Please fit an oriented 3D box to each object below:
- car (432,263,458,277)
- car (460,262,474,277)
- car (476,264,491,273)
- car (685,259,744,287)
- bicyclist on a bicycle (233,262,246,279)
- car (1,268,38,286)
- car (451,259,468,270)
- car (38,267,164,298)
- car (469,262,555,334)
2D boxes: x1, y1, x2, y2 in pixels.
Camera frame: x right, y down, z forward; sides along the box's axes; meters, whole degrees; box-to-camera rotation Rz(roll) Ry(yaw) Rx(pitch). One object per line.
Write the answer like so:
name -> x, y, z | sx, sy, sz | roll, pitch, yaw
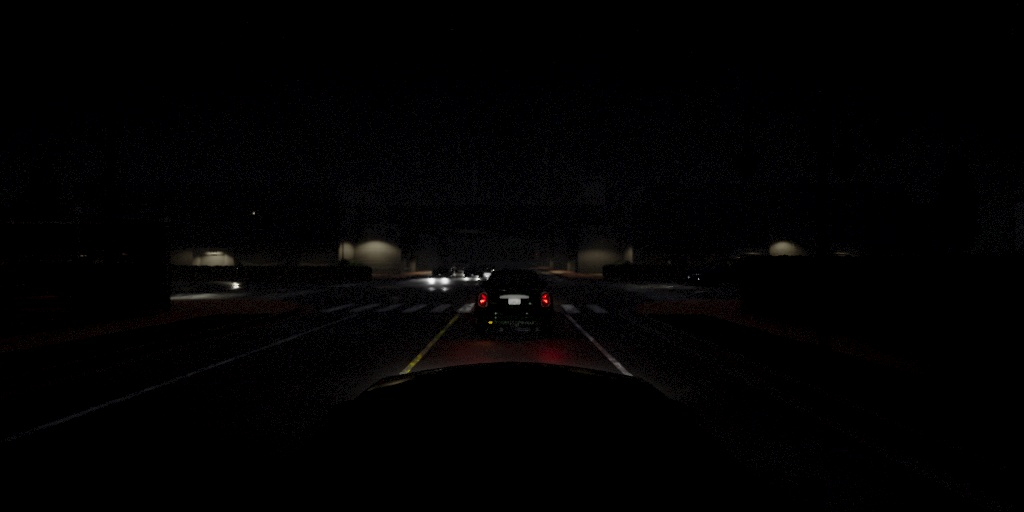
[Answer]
car -> -7.797, 1.722, 41.052 | 1.895, 1.301, 4.718 | 0, -1, 1
car -> -4.262, 1.669, 41.058 | 2.033, 1.411, 5.357 | 0, -1, 0
car -> -4.258, 1.835, 53.556 | 1.895, 1.301, 4.718 | 0, 0, 0
car -> 15.772, 1.209, 26.385 | 5.566, 2.045, 2.150 | 0, -1, 0
bicyclist on a bicycle -> -26.043, 1.363, 34.313 | 0.582, 1.620, 1.656 | 0, 0, 0
car -> -34.332, 1.540, 26.597 | 5.357, 1.411, 2.033 | 0, -1, 1
car -> -7.759, 1.461, 53.811 | 2.150, 2.045, 5.566 | 0, -1, 0
car -> -21.652, 1.404, 19.296 | 5.008, 1.535, 1.882 | 0, -1, 0
car -> 0.040, 1.186, 11.122 | 2.097, 1.767, 4.553 | 0, -1, 0
